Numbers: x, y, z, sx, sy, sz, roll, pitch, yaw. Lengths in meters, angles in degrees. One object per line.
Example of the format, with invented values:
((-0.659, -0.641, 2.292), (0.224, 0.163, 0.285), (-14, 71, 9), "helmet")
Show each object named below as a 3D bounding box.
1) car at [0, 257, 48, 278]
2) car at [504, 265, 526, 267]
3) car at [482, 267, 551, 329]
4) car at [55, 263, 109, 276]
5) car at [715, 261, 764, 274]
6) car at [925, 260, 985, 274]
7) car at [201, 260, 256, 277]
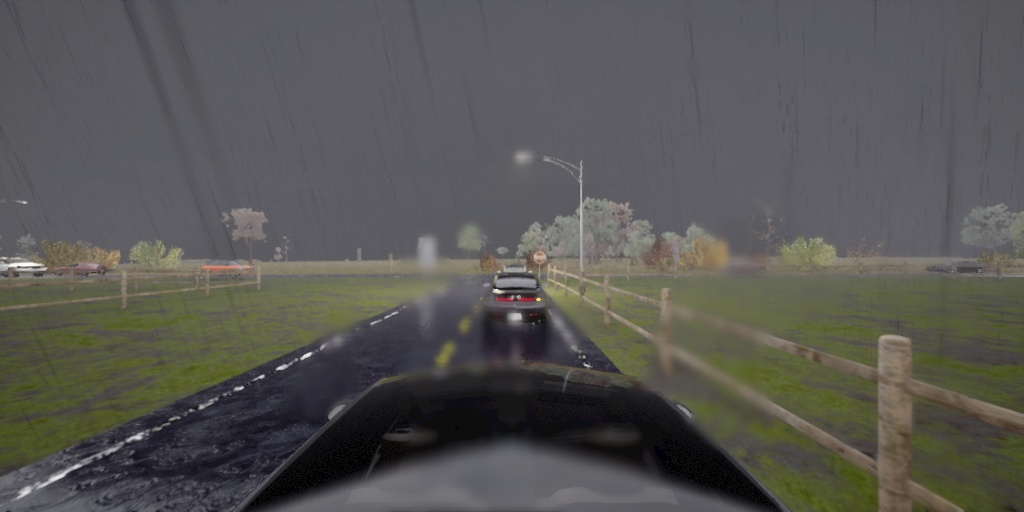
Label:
((-51.195, 1.147, 36.622), (5.566, 2.045, 2.150), (0, 0, 1), "car")
((0.158, 1.271, 21.367), (1.837, 1.490, 4.892), (0, 0, 0), "car")
((0.125, 1.263, 11.239), (1.837, 1.490, 4.892), (0, 0, 0), "car")
((-47.184, 1.441, 39.382), (4.674, 1.442, 1.812), (0, 0, 1), "car")
((24.494, 1.245, 38.636), (4.674, 1.442, 1.812), (0, 0, 1), "car")
((47.303, 1.204, 38.303), (4.892, 1.490, 1.837), (1, 0, 1), "car")
((-28.565, 1.209, 36.281), (4.553, 1.767, 2.097), (0, 0, 1), "car")
